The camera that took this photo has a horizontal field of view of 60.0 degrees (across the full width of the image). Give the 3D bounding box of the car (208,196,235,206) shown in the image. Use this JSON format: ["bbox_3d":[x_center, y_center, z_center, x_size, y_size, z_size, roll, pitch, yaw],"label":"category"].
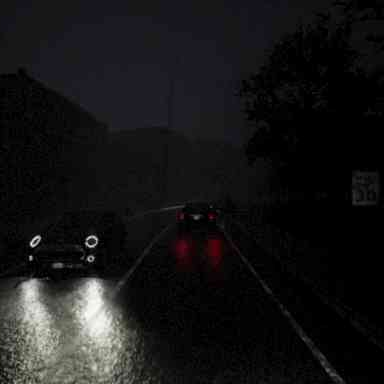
[{"bbox_3d":[4.889,1.455,54.359,1.837,1.490,4.892,-1,-1,39],"label":"car"}]

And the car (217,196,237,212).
[{"bbox_3d":[3.839,1.559,38.323,2.033,1.411,5.357,0,0,20],"label":"car"}]

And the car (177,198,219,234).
[{"bbox_3d":[0.357,1.379,19.595,2.097,1.767,4.553,0,0,3],"label":"car"}]

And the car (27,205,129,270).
[{"bbox_3d":[-3.540,1.368,11.105,2.097,1.767,4.553,0,0,1],"label":"car"}]
